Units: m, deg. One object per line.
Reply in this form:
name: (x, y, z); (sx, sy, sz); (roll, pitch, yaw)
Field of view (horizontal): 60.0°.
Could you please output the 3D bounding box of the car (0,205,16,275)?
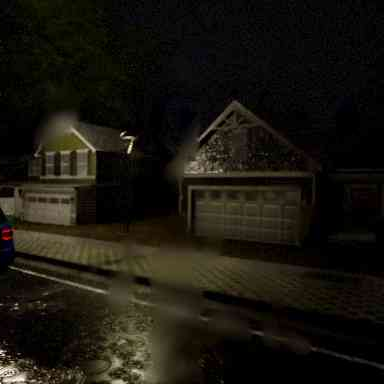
car: (-6.985, 1.205, 8.965); (5.566, 2.045, 2.150); (0, 0, 35)
